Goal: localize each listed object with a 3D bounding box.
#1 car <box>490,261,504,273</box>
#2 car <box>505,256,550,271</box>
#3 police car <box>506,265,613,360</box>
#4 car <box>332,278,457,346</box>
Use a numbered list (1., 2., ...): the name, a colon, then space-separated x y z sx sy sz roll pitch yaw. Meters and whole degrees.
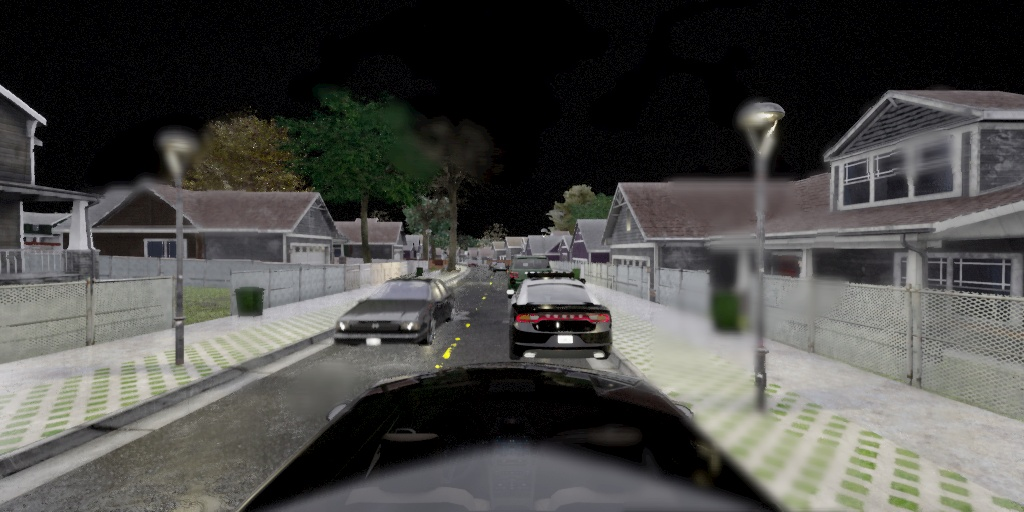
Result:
1. car: -1.507 1.477 47.472 1.994 1.385 4.181 0 0 -4
2. car: 0.847 1.001 18.479 2.150 2.045 5.566 0 0 -1
3. police car: 0.899 1.180 8.505 1.930 1.638 5.238 0 0 0
4. car: -2.712 1.305 9.704 2.033 1.411 5.357 0 0 0
